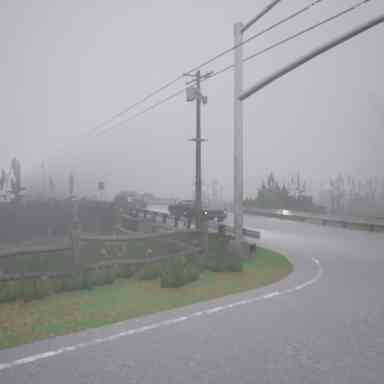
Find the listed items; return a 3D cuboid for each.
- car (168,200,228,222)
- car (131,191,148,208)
[{"bbox_3d":[0.289,1.239,22.224,1.895,1.301,4.718,0,3,-33],"label":"car"},{"bbox_3d":[-6.006,0.667,32.359,2.097,1.767,4.553,0,0,-31],"label":"car"}]
